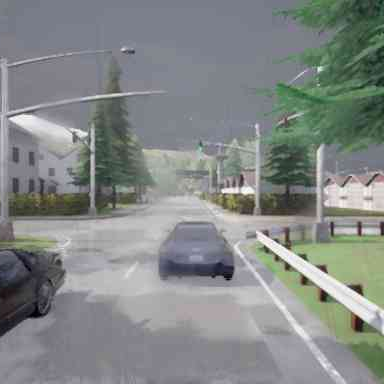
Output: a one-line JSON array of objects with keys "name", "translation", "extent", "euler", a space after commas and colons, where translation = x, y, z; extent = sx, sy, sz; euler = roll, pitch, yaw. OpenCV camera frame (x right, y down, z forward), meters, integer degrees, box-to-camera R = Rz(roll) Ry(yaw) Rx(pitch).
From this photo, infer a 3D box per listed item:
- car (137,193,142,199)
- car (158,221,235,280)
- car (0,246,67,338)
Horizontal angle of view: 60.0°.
[{"name": "car", "translation": [-16.740, 1.088, 93.325], "extent": [3.866, 1.878, 1.905], "euler": [0, 0, 0]}, {"name": "car", "translation": [0.105, 1.564, 9.994], "extent": [1.994, 1.385, 4.181], "euler": [0, 0, 0]}, {"name": "car", "translation": [-3.550, 1.548, 4.688], "extent": [2.033, 1.411, 5.357], "euler": [0, 0, 0]}]
